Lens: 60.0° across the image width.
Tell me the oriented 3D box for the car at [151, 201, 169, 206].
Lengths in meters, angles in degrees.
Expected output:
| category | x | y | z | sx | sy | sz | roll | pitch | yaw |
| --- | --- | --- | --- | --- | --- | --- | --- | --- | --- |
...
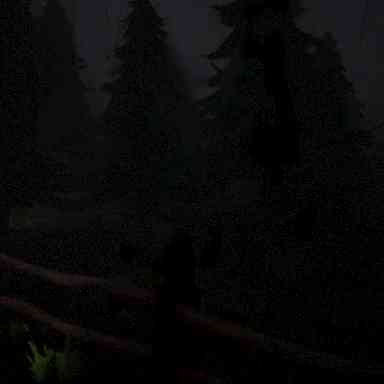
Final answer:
| category | x | y | z | sx | sy | sz | roll | pitch | yaw |
| --- | --- | --- | --- | --- | --- | --- | --- | --- | --- |
| car | -4.541 | 1.260 | 37.514 | 5.566 | 2.045 | 2.150 | 0 | 0 | -14 |
